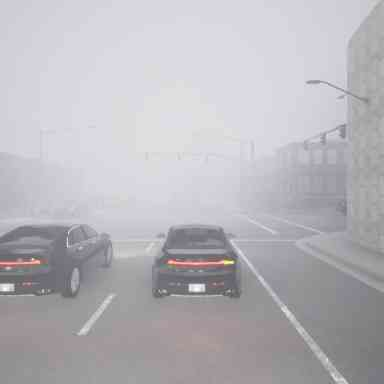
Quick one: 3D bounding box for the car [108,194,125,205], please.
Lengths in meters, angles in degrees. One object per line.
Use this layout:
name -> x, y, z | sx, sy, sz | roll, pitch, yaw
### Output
car -> -13.869, 1.352, 61.229 | 2.097, 1.767, 4.553 | 0, 0, 1

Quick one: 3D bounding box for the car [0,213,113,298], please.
car -> -3.395, 1.505, 8.525 | 1.837, 1.490, 4.892 | 0, 0, 0

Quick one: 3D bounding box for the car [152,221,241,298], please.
car -> 0.105, 1.505, 8.509 | 1.837, 1.490, 4.892 | 0, 0, 0

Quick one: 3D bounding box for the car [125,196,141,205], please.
car -> -10.405, 1.564, 56.765 | 1.994, 1.385, 4.181 | 0, 0, 0

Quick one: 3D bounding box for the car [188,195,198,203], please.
car -> 0.212, 1.352, 68.220 | 2.097, 1.767, 4.553 | 0, 0, 0

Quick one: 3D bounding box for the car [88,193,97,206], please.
car -> -13.946, 1.224, 47.408 | 2.150, 2.045, 5.566 | 0, 0, 1

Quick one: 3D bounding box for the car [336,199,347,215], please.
car -> 14.906, 0.764, 27.550 | 5.566, 2.045, 2.150 | -5, 0, 0

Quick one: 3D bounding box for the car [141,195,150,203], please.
car -> -10.278, 1.344, 71.525 | 2.097, 1.767, 4.553 | 0, 0, 0

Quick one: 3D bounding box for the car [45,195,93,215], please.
car -> -10.510, 1.352, 28.834 | 2.097, 1.767, 4.553 | 0, 0, 0

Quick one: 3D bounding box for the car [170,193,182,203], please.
car -> -3.288, 1.221, 68.287 | 2.150, 2.045, 5.566 | 0, 0, 0

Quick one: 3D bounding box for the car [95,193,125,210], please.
car -> -10.466, 1.352, 42.623 | 2.097, 1.767, 4.553 | 0, 0, 0

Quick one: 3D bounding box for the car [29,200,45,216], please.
car -> -13.999, 1.493, 32.298 | 2.128, 1.511, 4.902 | 0, 0, 0
